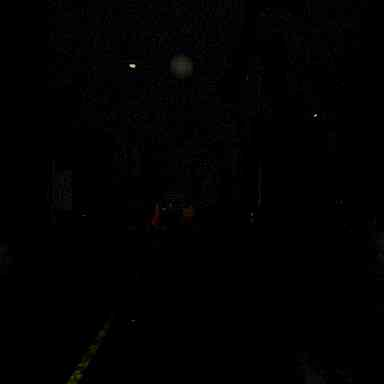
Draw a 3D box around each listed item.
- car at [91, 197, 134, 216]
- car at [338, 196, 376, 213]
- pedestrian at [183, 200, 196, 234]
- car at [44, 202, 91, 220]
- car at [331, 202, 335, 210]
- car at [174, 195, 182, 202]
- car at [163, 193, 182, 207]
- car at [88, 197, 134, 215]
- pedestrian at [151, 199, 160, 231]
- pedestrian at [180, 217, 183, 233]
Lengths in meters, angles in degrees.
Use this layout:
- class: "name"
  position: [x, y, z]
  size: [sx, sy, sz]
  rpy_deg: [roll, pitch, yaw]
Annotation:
- class: "car"
  position: [-8.436, 1.570, 33.125]
  size: [4.892, 1.490, 1.837]
  rpy_deg: [-1, -1, -1]
- class: "car"
  position: [17.484, 1.309, 33.616]
  size: [4.674, 1.442, 1.812]
  rpy_deg: [-1, -1, -1]
- class: "pedestrian"
  position: [-0.137, 1.290, 17.739]
  size: [0.375, 1.860, 0.375]
  rpy_deg: [1, -1, 0]
- class: "car"
  position: [-11.122, 1.479, 26.216]
  size: [5.357, 1.411, 2.033]
  rpy_deg: [0, -1, 4]
- class: "car"
  position: [17.895, 1.200, 36.877]
  size: [4.553, 1.767, 2.097]
  rpy_deg: [-1, -1, -1]
- class: "car"
  position: [-3.166, 1.390, 76.067]
  size: [1.882, 1.535, 5.008]
  rpy_deg: [0, 0, -1]
- class: "car"
  position: [-3.009, 1.177, 49.327]
  size: [2.150, 2.045, 5.566]
  rpy_deg: [0, 0, 0]
- class: "car"
  position: [-8.780, 1.468, 36.374]
  size: [4.553, 1.767, 2.097]
  rpy_deg: [-2, -1, -1]
- class: "pedestrian"
  position: [-2.053, 1.271, 18.918]
  size: [0.375, 1.860, 0.375]
  rpy_deg: [1, -1, 0]
- class: "pedestrian"
  position: [-0.302, 1.290, 18.378]
  size: [0.375, 1.860, 0.375]
  rpy_deg: [1, -1, 0]
